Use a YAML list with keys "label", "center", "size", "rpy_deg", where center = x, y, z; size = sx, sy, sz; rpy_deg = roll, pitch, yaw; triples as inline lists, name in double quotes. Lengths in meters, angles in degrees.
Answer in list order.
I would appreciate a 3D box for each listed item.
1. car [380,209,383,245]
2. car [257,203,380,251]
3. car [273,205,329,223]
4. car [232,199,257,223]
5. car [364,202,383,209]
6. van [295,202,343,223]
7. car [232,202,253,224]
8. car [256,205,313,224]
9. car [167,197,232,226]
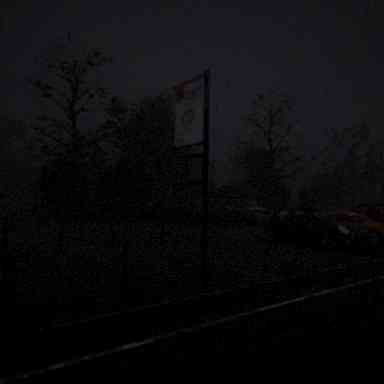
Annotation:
- label: "car"
  center: [8.037, 1.754, 16.936]
  size: [2.097, 1.535, 5.008]
  rpy_deg: [2, -1, -36]
- label: "car"
  center: [5.571, 1.528, 15.176]
  size: [2.185, 1.767, 4.553]
  rpy_deg: [2, -1, -36]
- label: "car"
  center: [11.226, 2.252, 34.597]
  size: [1.946, 1.575, 5.366]
  rpy_deg: [3, -2, -36]
- label: "car"
  center: [4.565, 1.658, 29.538]
  size: [2.435, 2.045, 5.566]
  rpy_deg: [2, -1, -36]
- label: "car"
  center: [10.389, 1.600, 18.675]
  size: [2.435, 2.045, 5.566]
  rpy_deg: [3, -2, -36]
- label: "van"
  center: [13.676, 2.159, 35.989]
  size: [1.878, 1.987, 4.442]
  rpy_deg: [3, -2, -36]
- label: "car"
  center: [2.287, 1.813, 27.910]
  size: [2.231, 1.521, 4.892]
  rpy_deg: [2, -1, -36]
- label: "car"
  center: [9.068, 2.136, 33.044]
  size: [1.946, 1.575, 5.366]
  rpy_deg: [3, -2, -36]
- label: "car"
  center: [0.149, 1.472, 26.328]
  size: [2.435, 2.045, 5.566]
  rpy_deg: [2, -1, -36]
